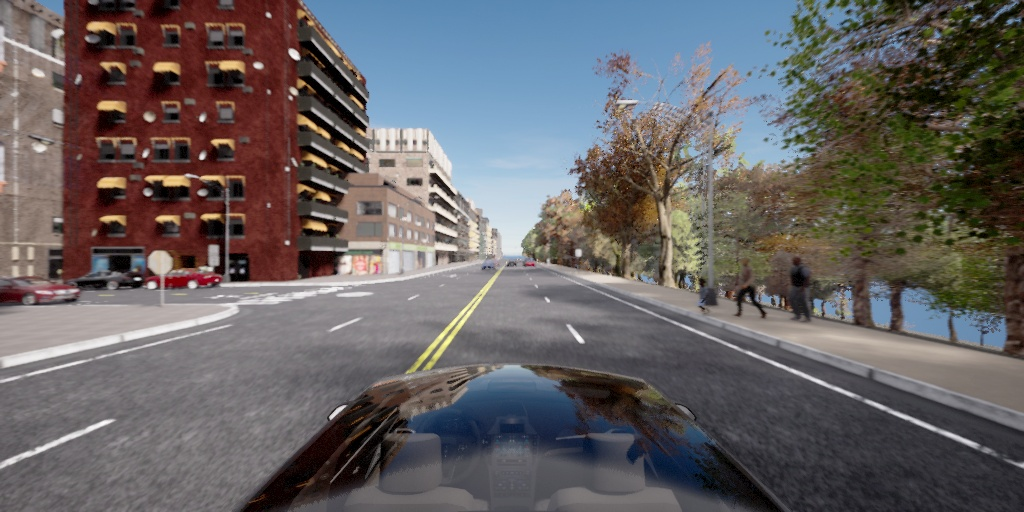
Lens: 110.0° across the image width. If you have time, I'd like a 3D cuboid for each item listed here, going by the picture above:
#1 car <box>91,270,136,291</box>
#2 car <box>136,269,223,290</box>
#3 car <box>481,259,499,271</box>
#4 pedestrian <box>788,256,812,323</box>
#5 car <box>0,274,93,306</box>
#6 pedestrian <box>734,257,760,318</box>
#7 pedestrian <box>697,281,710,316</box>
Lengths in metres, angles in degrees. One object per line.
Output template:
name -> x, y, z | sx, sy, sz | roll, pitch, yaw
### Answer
car -> -28.162, 1.670, 24.996 | 4.313, 1.339, 1.948 | 0, 0, 0
car -> -22.841, 1.578, 25.029 | 4.507, 1.381, 1.888 | 0, 0, 0
car -> -3.304, 1.307, 51.049 | 2.033, 1.411, 5.357 | 0, 0, 1
pedestrian -> 7.895, 0.890, 9.864 | 0.375, 1.860, 0.375 | 0, 0, 0
car -> -22.791, 1.612, 16.682 | 4.207, 1.307, 1.802 | 0, 0, 0
pedestrian -> 6.879, 0.891, 10.492 | 0.375, 1.860, 0.375 | 0, 0, 0
pedestrian -> 5.900, 0.886, 11.064 | 0.375, 1.860, 0.375 | 0, 0, 0
